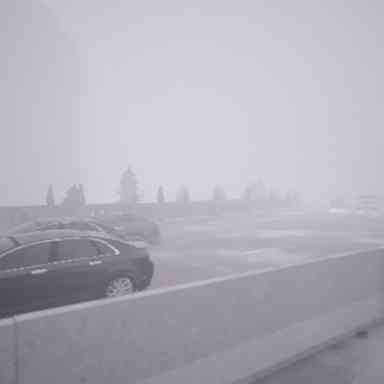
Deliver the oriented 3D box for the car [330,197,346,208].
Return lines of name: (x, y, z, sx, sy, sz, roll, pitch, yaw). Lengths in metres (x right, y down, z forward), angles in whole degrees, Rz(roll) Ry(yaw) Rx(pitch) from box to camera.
car: (21.065, 1.539, 48.087, 2.128, 1.511, 4.902, 0, 0, 23)

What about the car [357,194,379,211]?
car: (22.359, 1.249, 42.366, 2.150, 2.045, 5.566, 0, 0, 26)

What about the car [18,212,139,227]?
car: (-4.262, 1.550, 9.749, 4.892, 1.490, 1.837, 0, 0, -38)

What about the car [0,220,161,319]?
car: (-3.044, 1.535, 6.284, 4.892, 1.490, 1.837, 0, 0, -38)

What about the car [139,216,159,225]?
car: (-3.456, 1.619, 14.868, 4.181, 1.385, 1.994, 0, 0, -41)
